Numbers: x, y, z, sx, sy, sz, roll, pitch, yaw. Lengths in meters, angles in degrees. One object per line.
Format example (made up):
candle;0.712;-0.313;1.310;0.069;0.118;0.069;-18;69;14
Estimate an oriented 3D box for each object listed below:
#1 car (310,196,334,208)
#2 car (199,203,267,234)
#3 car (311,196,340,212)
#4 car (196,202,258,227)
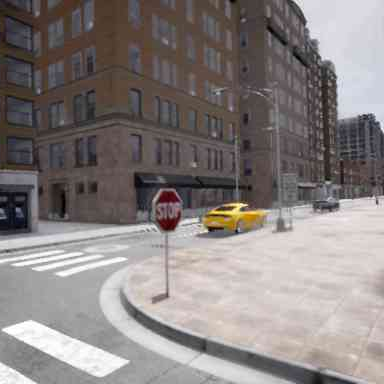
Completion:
car;17.419;1.322;44.442;1.837;1.490;4.892;-2;-2;36
car;2.567;1.403;18.877;1.882;1.535;5.008;-2;-1;36
car;14.168;1.270;35.008;2.128;1.511;4.902;-2;-1;36
car;2.649;1.532;24.041;2.033;1.411;5.357;-2;-1;36
